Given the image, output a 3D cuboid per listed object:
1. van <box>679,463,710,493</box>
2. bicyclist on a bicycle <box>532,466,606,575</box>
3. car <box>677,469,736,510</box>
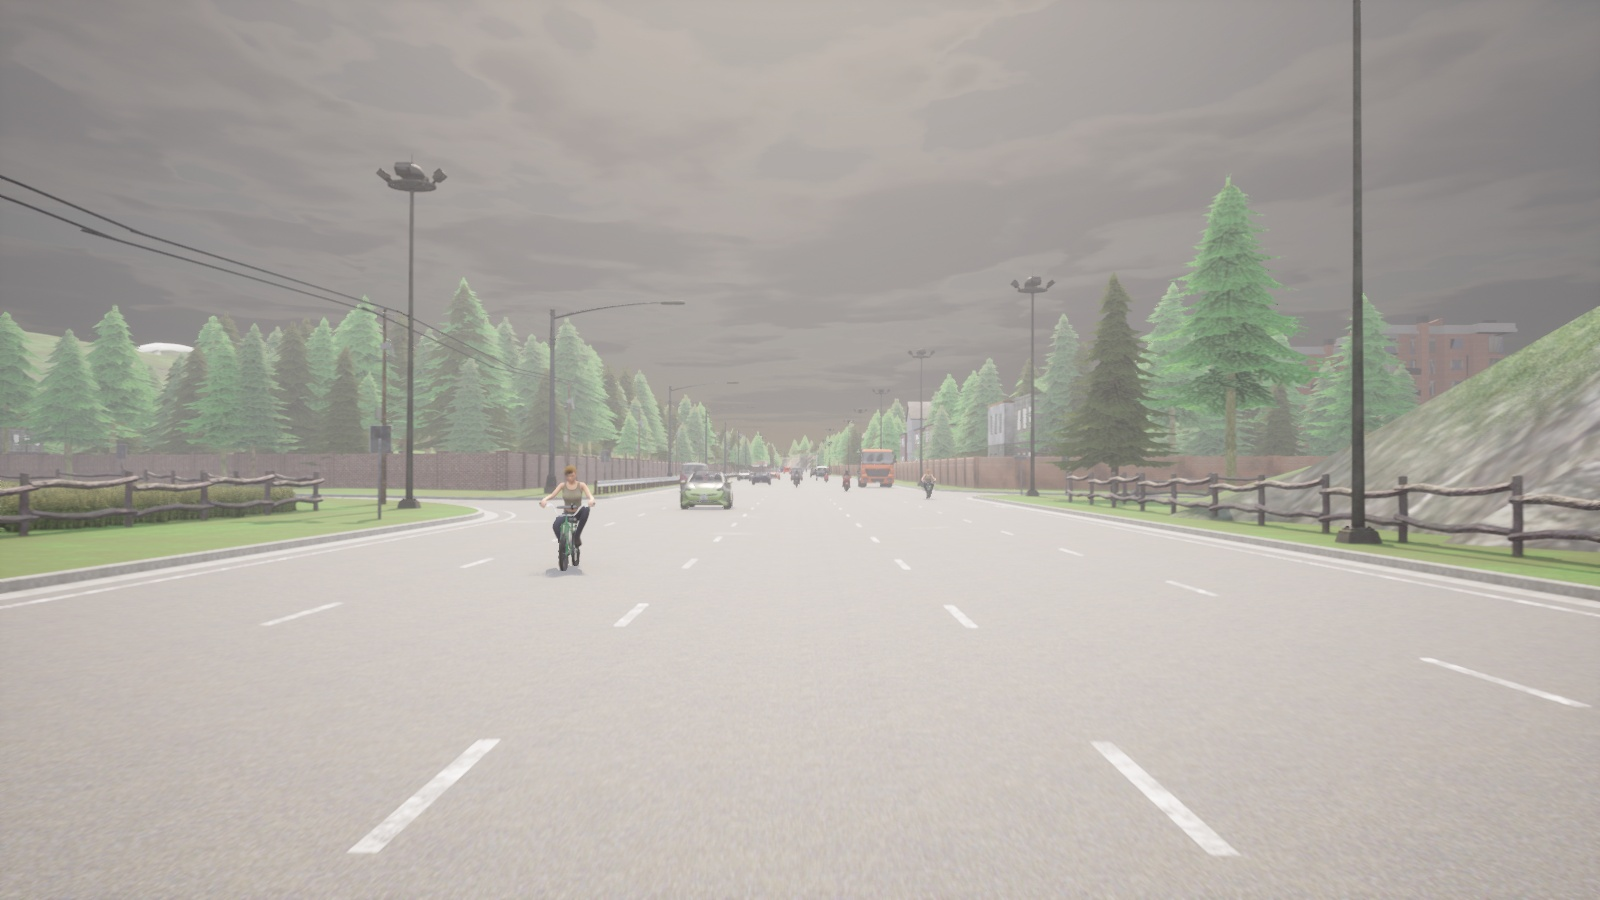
[{"bbox_3d":[-7.211,1.921,86.467,1.775,1.987,4.442,0,-1,0],"label":"van"},{"bbox_3d":[-3.543,1.061,19.395,0.866,1.612,1.509,0,-1,0],"label":"bicyclist on a bicycle"},{"bbox_3d":[-3.620,1.531,49.359,2.007,1.525,4.514,0,-1,0],"label":"car"}]
